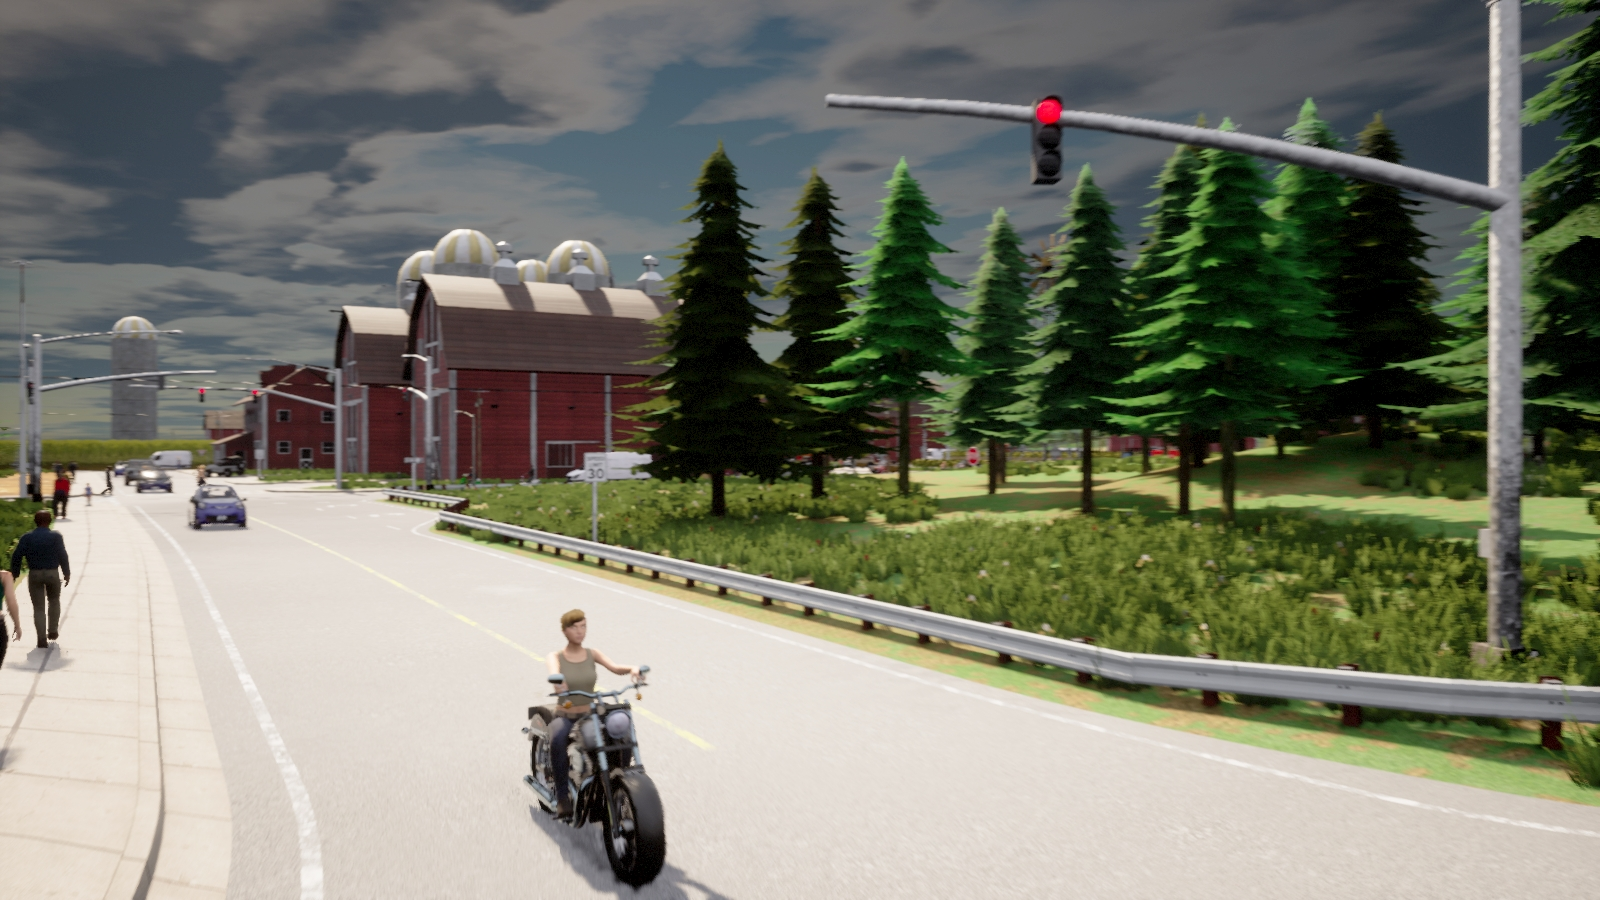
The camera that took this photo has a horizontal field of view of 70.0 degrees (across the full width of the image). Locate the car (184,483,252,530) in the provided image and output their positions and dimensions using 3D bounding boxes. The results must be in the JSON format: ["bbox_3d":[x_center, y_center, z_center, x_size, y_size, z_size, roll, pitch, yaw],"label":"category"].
[{"bbox_3d":[-20.799,1.975,40.754,1.845,1.501,3.633,0,0,-32],"label":"car"}]

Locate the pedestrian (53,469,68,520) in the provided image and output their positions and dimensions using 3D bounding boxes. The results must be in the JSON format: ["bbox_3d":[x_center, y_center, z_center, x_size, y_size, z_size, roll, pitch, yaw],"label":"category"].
[{"bbox_3d":[-27.485,1.642,42.455,0.375,1.860,0.375,0,0,-14],"label":"pedestrian"}]

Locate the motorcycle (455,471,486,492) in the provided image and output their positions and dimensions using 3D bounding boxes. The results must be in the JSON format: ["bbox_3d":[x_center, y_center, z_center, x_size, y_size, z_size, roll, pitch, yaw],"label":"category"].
[{"bbox_3d":[-21.452,2.050,74.358,1.805,1.316,0.856,0,0,-31],"label":"motorcycle"}]

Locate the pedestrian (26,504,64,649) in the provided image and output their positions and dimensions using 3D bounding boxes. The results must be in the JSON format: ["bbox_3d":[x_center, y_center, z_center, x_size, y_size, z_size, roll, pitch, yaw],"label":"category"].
[{"bbox_3d":[-9.969,1.658,15.089,0.375,1.860,0.375,0,0,-28],"label":"pedestrian"}]

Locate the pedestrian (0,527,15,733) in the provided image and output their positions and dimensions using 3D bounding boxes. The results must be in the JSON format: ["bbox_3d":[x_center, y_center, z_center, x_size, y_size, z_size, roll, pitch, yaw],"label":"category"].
[{"bbox_3d":[-7.534,1.661,10.572,0.375,1.860,0.375,0,0,-25],"label":"pedestrian"}]

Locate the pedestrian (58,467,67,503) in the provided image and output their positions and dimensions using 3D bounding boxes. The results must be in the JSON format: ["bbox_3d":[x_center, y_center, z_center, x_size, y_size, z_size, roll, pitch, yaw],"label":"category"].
[{"bbox_3d":[-38.406,1.809,59.519,0.375,1.860,0.375,0,0,-28],"label":"pedestrian"}]

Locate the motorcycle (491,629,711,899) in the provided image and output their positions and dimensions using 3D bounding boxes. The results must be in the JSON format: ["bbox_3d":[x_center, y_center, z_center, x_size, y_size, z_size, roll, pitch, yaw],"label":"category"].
[{"bbox_3d":[-1.488,2.113,8.077,0.764,1.307,2.356,0,0,-30],"label":"motorcycle"}]

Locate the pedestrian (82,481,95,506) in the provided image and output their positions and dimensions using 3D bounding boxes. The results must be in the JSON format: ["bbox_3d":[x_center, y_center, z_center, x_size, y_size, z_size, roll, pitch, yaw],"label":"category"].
[{"bbox_3d":[-33.077,2.014,53.123,0.500,1.100,0.500,0,0,-34],"label":"pedestrian"}]
